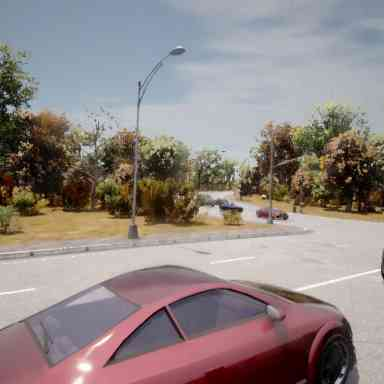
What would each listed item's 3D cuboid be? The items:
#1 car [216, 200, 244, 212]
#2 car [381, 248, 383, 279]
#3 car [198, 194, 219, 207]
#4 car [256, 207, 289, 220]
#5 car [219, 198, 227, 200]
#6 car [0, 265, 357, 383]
[{"bbox_3d":[5.515,2.249,46.913,1.895,1.301,4.718,3,0,-18],"label":"car"},{"bbox_3d":[7.017,1.488,8.798,4.553,1.767,2.097,2,-1,-35],"label":"car"},{"bbox_3d":[2.390,1.483,58.528,2.150,2.045,5.566,3,2,-12],"label":"car"},{"bbox_3d":[9.031,2.356,37.634,1.994,1.385,4.181,3,-1,-22],"label":"car"},{"bbox_3d":[5.401,1.786,62.129,2.128,1.511,4.902,2,2,-12],"label":"car"},{"bbox_3d":[-0.004,1.572,3.744,4.181,1.385,1.994,0,0,-36],"label":"car"}]
